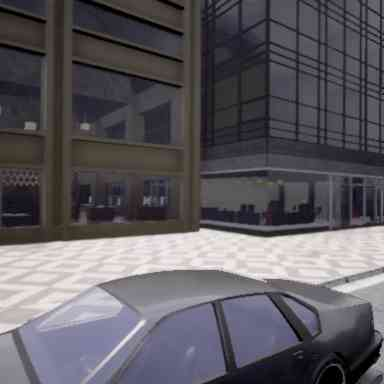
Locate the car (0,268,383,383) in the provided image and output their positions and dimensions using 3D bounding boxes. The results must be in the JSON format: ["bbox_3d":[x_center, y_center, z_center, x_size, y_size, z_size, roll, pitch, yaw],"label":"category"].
[{"bbox_3d":[-0.253,1.565,3.195,5.357,1.411,2.033,1,0,-35],"label":"car"}]
